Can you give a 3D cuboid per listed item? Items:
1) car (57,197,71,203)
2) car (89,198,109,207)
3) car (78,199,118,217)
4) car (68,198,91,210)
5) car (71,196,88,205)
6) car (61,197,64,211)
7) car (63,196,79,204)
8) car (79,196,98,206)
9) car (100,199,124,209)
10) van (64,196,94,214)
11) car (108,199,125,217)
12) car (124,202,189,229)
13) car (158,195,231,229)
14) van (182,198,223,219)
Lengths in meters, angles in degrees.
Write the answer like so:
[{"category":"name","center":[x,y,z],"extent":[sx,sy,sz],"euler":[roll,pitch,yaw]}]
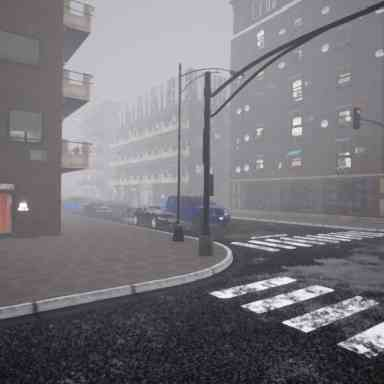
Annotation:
[{"category":"car","center":[-27.768,1.727,72.111],"extent":[1.887,1.381,4.507],"euler":[1,-1,-35]},{"category":"car","center":[-15.030,1.730,53.713],"extent":[1.802,1.307,4.206],"euler":[1,-1,-35]},{"category":"car","center":[-8.772,1.592,30.829],"extent":[1.802,1.307,4.206],"euler":[1,-1,-35]},{"category":"car","center":[-15.036,1.593,44.271],"extent":[1.812,1.442,4.674],"euler":[1,-1,-34]},{"category":"car","center":[-21.398,1.606,62.913],"extent":[1.967,1.590,4.097],"euler":[1,-1,-35]},{"category":"car","center":[-15.140,1.581,40.029],"extent":[2.008,1.369,4.403],"euler":[1,-1,-35]},{"category":"car","center":[-24.582,1.614,67.512],"extent":[1.967,1.590,4.097],"euler":[1,-1,-35]},{"category":"car","center":[-18.214,1.597,58.313],"extent":[1.967,1.590,4.097],"euler":[1,-1,-35]},{"category":"car","center":[-11.846,1.683,49.114],"extent":[1.887,1.381,4.507],"euler":[1,-1,-35]},{"category":"van","center":[-11.954,1.361,35.431],"extent":[1.690,1.788,3.998],"euler":[1,-1,-35]},{"category":"car","center":[-6.569,1.641,31.977],"extent":[1.895,1.301,4.718],"euler":[1,-1,-34]},{"category":"car","center":[-2.402,1.540,21.630],"extent":[2.008,1.369,4.403],"euler":[1,-1,-35]},{"category":"car","center":[0.183,1.240,22.234],"extent":[2.150,2.045,5.566],"euler":[1,-1,-35]},{"category":"van","center":[0.893,1.439,30.717],"extent":[1.690,1.788,3.998],"euler":[1,-1,-35]}]
